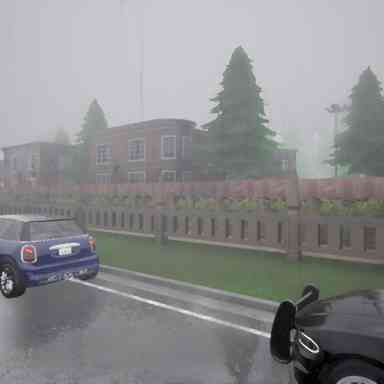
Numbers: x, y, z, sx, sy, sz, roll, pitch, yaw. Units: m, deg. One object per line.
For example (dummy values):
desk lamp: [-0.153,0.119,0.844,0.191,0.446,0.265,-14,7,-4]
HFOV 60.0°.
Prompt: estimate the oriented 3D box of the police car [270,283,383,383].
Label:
police car: [3.259,1.425,2.711,5.238,1.638,1.930,0,0,38]

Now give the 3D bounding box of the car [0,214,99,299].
car: [-4.519,1.351,8.770,4.553,1.767,2.097,0,0,38]
